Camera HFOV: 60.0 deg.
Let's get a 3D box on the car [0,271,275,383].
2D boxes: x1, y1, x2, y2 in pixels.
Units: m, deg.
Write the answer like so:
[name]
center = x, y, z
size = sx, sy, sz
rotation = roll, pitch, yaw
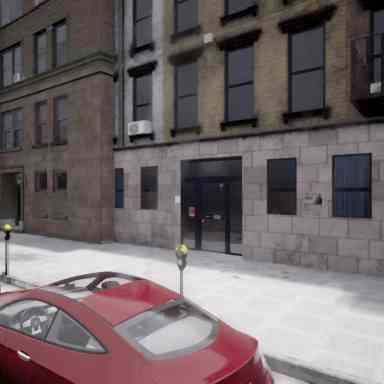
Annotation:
[car]
center = -1.213, 1.582, 3.684
size = 4.206, 1.307, 1.802
rotation = 0, 0, 36
